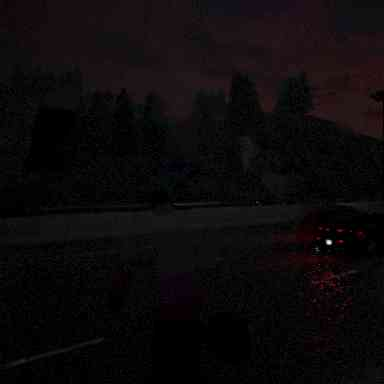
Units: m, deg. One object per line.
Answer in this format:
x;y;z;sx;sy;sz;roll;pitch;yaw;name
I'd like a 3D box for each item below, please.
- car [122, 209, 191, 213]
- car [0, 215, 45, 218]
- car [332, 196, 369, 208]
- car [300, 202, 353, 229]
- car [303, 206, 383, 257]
-2.491;1.495;23.704;5.357;1.411;2.033;0;0;-35;car
-12.048;1.481;21.191;4.902;1.511;2.128;0;0;-35;car
21.537;1.348;45.100;5.357;1.411;2.033;0;0;-35;car
7.944;1.401;18.014;5.008;1.535;1.882;0;0;-36;car
6.664;1.447;12.801;4.892;1.490;1.837;0;0;-36;car
